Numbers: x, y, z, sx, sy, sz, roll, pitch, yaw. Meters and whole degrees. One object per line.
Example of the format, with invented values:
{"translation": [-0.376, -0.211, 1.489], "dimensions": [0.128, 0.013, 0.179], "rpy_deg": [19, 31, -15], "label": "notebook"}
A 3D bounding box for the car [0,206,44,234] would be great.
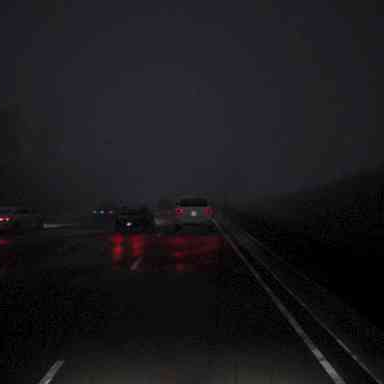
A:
{"translation": [-10.397, 1.569, 19.419], "dimensions": [1.812, 1.442, 4.674], "rpy_deg": [0, 0, 0], "label": "car"}

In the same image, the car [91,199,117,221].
{"translation": [-6.897, 1.601, 28.049], "dimensions": [2.033, 1.411, 5.357], "rpy_deg": [0, 0, 0], "label": "car"}

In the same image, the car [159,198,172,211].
{"translation": [-3.397, 1.552, 42.900], "dimensions": [1.882, 1.535, 5.008], "rpy_deg": [0, 0, 0], "label": "car"}

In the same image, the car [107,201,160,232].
{"translation": [-3.401, 1.528, 20.401], "dimensions": [2.128, 1.511, 4.902], "rpy_deg": [0, 0, 0], "label": "car"}

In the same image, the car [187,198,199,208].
{"translation": [0.105, 1.610, 51.400], "dimensions": [1.812, 1.442, 4.674], "rpy_deg": [0, 0, 0], "label": "car"}

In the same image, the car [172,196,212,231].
{"translation": [0.098, 1.256, 21.073], "dimensions": [2.150, 2.045, 5.566], "rpy_deg": [0, 0, 0], "label": "car"}
